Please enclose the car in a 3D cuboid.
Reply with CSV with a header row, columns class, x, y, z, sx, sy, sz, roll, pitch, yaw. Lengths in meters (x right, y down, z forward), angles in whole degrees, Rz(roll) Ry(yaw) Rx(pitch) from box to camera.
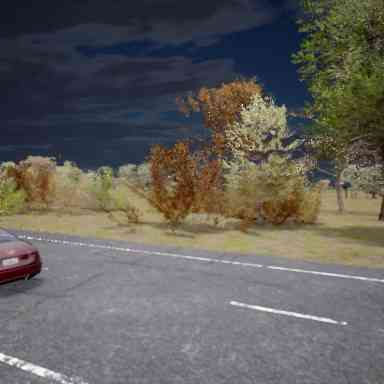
class,x,y,z,sx,sy,sz,roll,pitch,yaw
car,-5.557,1.378,7.771,4.181,1.385,1.994,1,1,26
